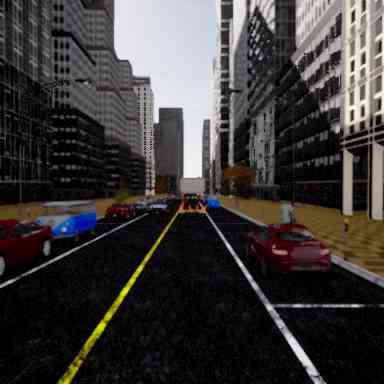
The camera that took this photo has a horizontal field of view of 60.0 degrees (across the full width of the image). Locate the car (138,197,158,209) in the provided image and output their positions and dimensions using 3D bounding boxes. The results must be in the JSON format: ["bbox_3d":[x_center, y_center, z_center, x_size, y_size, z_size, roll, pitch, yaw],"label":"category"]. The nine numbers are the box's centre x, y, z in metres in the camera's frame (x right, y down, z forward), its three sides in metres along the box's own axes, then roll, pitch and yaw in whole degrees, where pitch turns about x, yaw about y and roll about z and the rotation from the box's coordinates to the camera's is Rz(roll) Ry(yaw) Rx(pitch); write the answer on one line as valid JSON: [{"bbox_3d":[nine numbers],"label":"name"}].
[{"bbox_3d":[-5.716,1.460,43.624,2.008,1.369,4.403,-1,0,0],"label":"car"}]

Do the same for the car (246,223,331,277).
[{"bbox_3d":[2.676,1.558,9.877,1.802,1.307,4.206,-1,0,0],"label":"car"}]

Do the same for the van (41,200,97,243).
[{"bbox_3d":[-5.710,1.305,15.497,1.690,1.788,3.998,-1,0,0],"label":"van"}]

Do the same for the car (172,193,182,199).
[{"bbox_3d":[-3.023,0.996,73.288,2.097,1.767,4.553,0,0,0],"label":"car"}]

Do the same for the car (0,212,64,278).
[{"bbox_3d":[-5.705,1.521,9.874,1.887,1.381,4.507,-1,0,0],"label":"car"}]

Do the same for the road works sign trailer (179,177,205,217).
[{"bbox_3d":[0.028,0.396,30.792,2.380,3.560,2.880,0,0,1],"label":"road works sign trailer"}]

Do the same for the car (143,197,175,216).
[{"bbox_3d":[-3.106,1.476,32.439,2.033,1.411,5.357,0,0,0],"label":"car"}]

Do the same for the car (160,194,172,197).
[{"bbox_3d":[-5.723,1.427,66.123,2.008,1.369,4.403,-1,0,0],"label":"car"}]

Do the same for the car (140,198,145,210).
[{"bbox_3d":[-5.713,1.469,37.999,2.008,1.369,4.403,-1,0,0],"label":"car"}]

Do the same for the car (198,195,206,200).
[{"bbox_3d":[2.651,1.418,88.626,1.947,1.339,4.313,-1,0,0],"label":"car"}]

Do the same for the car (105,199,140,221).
[{"bbox_3d":[-5.710,1.484,26.748,1.887,1.381,4.507,-1,0,0],"label":"car"}]

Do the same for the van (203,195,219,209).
[{"bbox_3d":[2.660,1.250,43.627,1.690,1.788,3.998,-1,0,0],"label":"van"}]

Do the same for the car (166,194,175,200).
[{"bbox_3d":[-5.732,1.292,88.623,1.967,1.590,4.097,-1,0,0],"label":"car"}]

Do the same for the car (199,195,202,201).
[{"bbox_3d":[2.659,1.332,54.876,1.967,1.590,4.097,-1,0,0],"label":"car"}]
